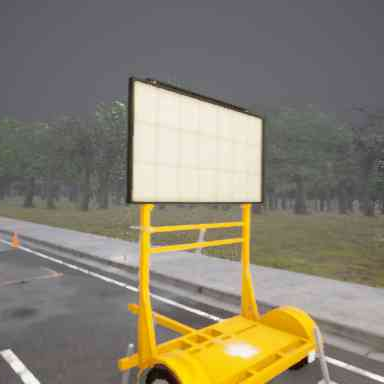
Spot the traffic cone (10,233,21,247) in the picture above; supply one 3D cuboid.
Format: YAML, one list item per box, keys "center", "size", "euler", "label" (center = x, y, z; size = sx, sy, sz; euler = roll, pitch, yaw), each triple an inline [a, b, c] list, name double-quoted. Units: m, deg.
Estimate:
- center: [-7.862, 2.108, 14.827]
  size: [0.340, 0.580, 0.340]
  euler: [2, -1, -44]
  label: "traffic cone"

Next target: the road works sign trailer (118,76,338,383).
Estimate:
- center: [0.026, 0.553, 4.378]
  size: [2.380, 3.560, 2.880]
  euler: [2, -1, -44]
  label: "road works sign trailer"
